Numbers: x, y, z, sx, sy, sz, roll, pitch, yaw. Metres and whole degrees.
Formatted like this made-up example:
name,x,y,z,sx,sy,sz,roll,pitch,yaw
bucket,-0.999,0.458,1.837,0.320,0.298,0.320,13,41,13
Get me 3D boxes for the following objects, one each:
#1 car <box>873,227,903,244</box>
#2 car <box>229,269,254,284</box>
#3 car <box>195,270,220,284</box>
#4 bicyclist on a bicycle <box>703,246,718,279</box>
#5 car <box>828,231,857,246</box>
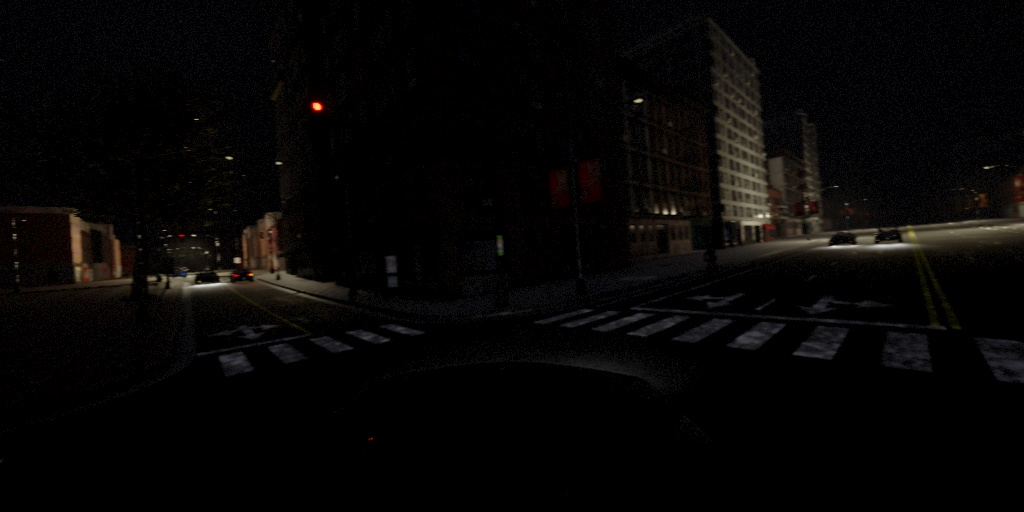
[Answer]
name,x,y,z,sx,sy,sz,roll,pitch,yaw
car,36.747,-2.067,35.024,4.902,1.511,2.128,-5,1,-42
car,-29.997,2.189,39.771,1.812,1.442,4.674,-4,3,-41
car,-34.346,2.350,40.388,1.994,1.385,4.181,-4,3,-42
bicyclist on a bicycle,10.067,0.330,18.155,1.656,1.620,0.582,-6,1,-42
car,34.575,-1.834,37.432,4.181,1.385,1.994,-5,1,-42
